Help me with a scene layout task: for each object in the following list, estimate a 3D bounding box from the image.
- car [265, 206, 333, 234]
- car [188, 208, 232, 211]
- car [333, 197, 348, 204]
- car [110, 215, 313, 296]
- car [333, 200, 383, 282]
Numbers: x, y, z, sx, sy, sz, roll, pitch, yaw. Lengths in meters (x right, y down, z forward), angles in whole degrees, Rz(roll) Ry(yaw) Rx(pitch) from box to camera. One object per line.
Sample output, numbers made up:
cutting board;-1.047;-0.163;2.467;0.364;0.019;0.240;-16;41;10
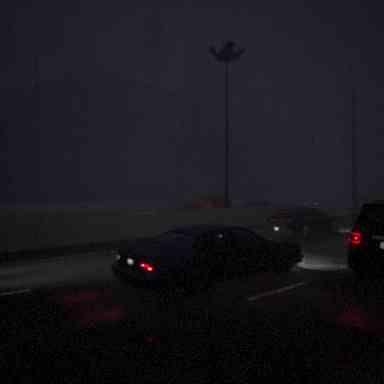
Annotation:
car;5.900;1.500;17.498;4.892;1.490;1.837;0;0;-40
car;1.596;1.227;32.610;5.566;2.045;2.150;0;0;-43
car;28.632;1.564;64.126;1.895;1.301;4.718;0;0;33
car;0.648;1.549;8.701;5.357;1.411;2.033;0;0;-37
car;6.185;1.214;8.627;5.566;2.045;2.150;0;0;-39
